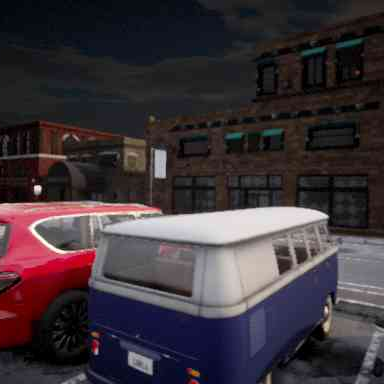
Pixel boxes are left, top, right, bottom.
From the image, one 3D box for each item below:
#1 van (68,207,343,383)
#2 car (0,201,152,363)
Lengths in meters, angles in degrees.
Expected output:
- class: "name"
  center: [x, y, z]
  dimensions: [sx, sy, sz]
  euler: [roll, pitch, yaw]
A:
- class: "van"
  center: [0.797, 1.250, 4.720]
  dimensions: [1.878, 1.987, 4.442]
  euler: [0, 0, 35]
- class: "car"
  center: [-1.522, 1.219, 6.263]
  dimensions: [2.435, 2.045, 5.566]
  euler: [0, 0, 35]
